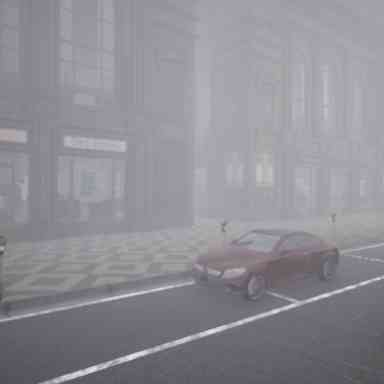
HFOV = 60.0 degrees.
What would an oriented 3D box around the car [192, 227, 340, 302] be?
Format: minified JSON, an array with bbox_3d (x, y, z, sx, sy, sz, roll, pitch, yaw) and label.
[{"bbox_3d":[1.971,1.556,8.158,4.206,1.307,1.802,0,1,-35],"label":"car"}]
